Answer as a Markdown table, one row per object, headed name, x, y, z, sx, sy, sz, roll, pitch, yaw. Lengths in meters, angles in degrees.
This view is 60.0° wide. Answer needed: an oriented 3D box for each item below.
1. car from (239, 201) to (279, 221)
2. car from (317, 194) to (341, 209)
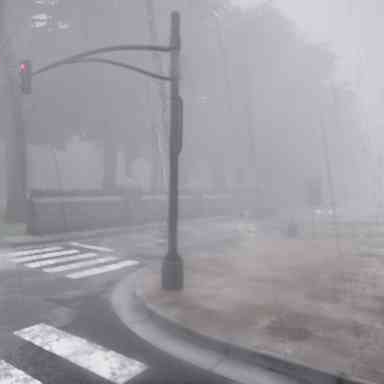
| name | x | y | z | sx | sy | sz | roll | pitch | yaw |
| --- | --- | --- | --- | --- | --- | --- | --- | --- | --- |
| car | 5.624 | 1.526 | 27.544 | 2.128 | 1.511 | 4.902 | 1 | 1 | 36 |
| car | 18.937 | 1.245 | 45.973 | 2.150 | 2.045 | 5.566 | 1 | 0 | 36 |
